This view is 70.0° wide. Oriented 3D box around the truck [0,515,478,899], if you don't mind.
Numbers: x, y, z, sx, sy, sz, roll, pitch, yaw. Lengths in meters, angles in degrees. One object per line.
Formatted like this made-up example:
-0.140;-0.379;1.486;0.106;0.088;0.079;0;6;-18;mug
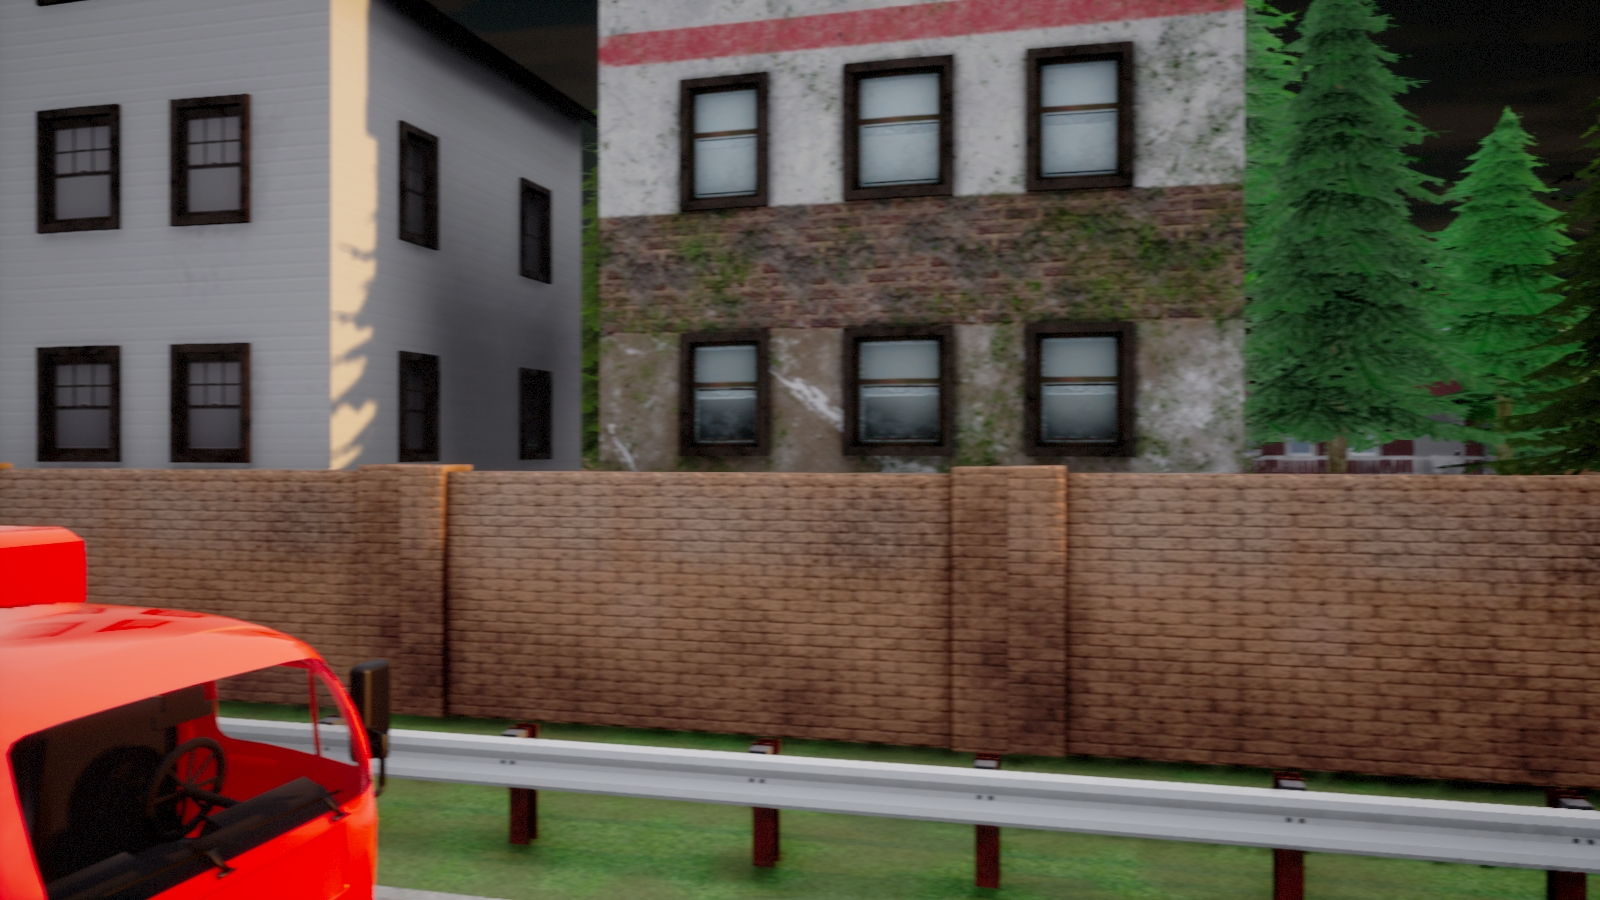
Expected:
-4.259;1.556;4.363;5.204;2.467;2.627;0;0;14;truck
